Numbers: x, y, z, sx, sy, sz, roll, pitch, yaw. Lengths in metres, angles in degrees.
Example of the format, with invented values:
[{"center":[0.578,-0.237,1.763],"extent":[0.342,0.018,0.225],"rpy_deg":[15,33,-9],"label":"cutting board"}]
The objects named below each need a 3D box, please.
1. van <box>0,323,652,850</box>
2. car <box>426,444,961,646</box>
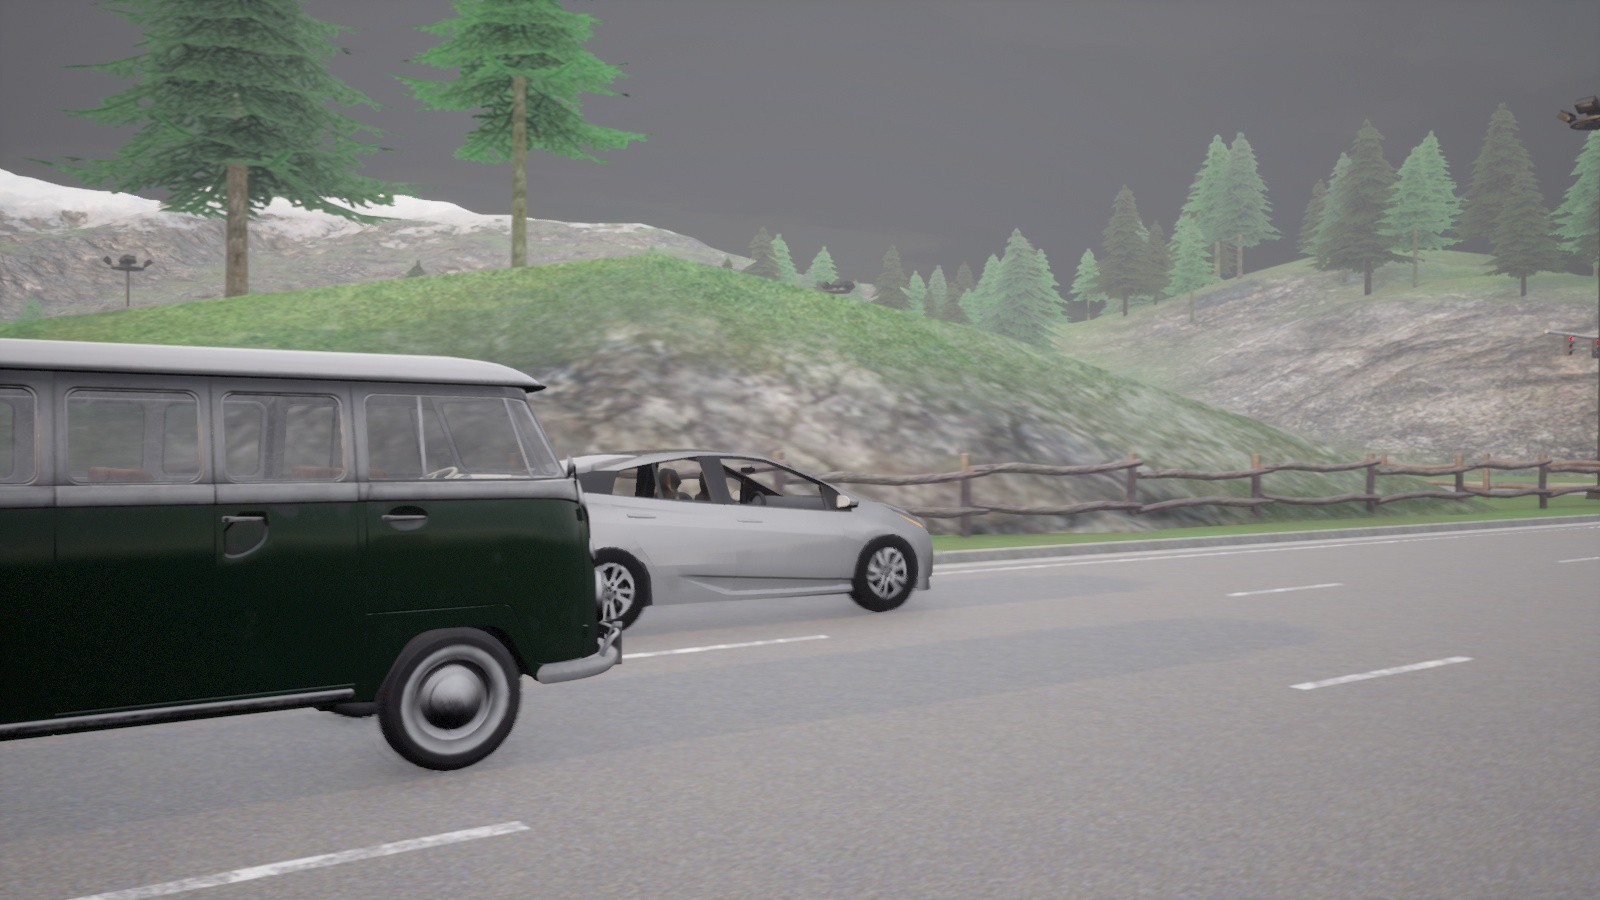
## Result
[{"center":[-3.078,0.518,5.781],"extent":[4.442,1.987,1.775],"rpy_deg":[0,0,-35],"label":"van"},{"center":[-0.879,0.719,11.576],"extent":[4.514,1.525,2.007],"rpy_deg":[0,0,-35],"label":"car"}]
